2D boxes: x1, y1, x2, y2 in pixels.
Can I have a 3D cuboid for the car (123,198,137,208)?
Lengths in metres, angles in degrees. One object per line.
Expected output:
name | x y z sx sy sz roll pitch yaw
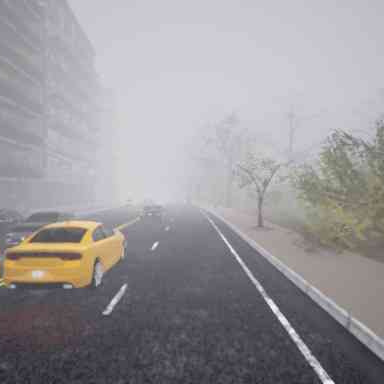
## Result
car | -10.699 1.877 57.236 1.882 1.535 5.008 0 0 -2

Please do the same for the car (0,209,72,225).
car | -6.600 1.612 15.428 1.837 1.490 4.892 0 0 0

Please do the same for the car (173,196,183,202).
car | -3.587 2.043 93.176 2.033 1.411 5.357 0 0 -6

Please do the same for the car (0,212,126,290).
car | -3.152 1.542 9.279 1.882 1.535 5.008 0 0 0

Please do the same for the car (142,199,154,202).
car | -7.442 1.889 57.071 2.128 1.511 4.902 0 0 -2

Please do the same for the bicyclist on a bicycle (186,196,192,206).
bicyclist on a bicycle | -0.430 1.901 65.318 0.582 1.620 1.656 0 -1 -4

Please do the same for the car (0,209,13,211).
car | -9.850 1.620 16.504 1.837 1.490 4.892 0 0 0

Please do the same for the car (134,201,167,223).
car | -3.179 1.740 27.523 2.033 1.411 5.357 0 0 0

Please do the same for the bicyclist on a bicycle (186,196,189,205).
bicyclist on a bicycle | -1.048 1.877 74.367 0.659 1.776 1.843 0 0 -4
